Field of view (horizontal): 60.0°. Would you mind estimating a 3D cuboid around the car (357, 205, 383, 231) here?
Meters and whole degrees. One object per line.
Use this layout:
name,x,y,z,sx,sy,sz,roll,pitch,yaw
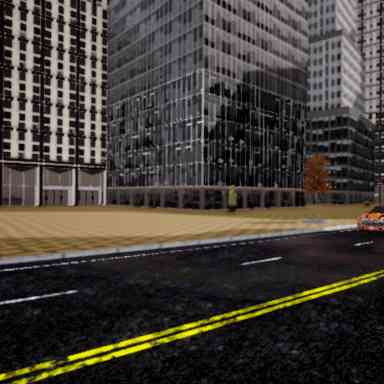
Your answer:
car,12.655,1.640,21.650,4.553,1.767,2.097,1,-1,-39
